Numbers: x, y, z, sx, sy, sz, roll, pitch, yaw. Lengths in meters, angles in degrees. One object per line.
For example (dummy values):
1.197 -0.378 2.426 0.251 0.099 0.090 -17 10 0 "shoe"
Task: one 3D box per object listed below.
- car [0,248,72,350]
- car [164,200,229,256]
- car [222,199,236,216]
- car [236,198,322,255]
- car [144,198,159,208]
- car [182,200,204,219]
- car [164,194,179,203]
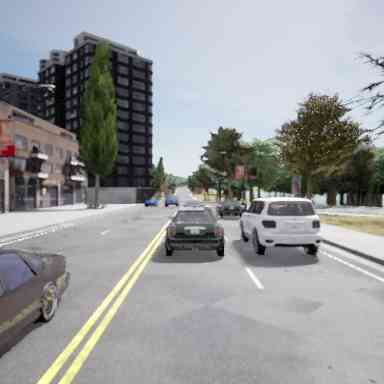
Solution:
-3.350 1.548 4.451 2.033 1.411 5.357 0 0 0 "car"
0.103 1.361 13.376 2.097 1.767 4.553 0 0 0 "car"
3.358 1.396 30.135 2.097 1.767 4.553 0 0 0 "car"
3.354 1.230 13.536 2.150 2.045 5.566 0 0 0 "car"
-6.499 1.663 53.452 1.882 1.535 5.008 0 -1 0 "car"
0.108 1.550 30.483 1.837 1.490 4.892 0 0 0 "car"
-3.240 1.413 54.381 2.150 2.045 5.566 0 -1 0 "car"
